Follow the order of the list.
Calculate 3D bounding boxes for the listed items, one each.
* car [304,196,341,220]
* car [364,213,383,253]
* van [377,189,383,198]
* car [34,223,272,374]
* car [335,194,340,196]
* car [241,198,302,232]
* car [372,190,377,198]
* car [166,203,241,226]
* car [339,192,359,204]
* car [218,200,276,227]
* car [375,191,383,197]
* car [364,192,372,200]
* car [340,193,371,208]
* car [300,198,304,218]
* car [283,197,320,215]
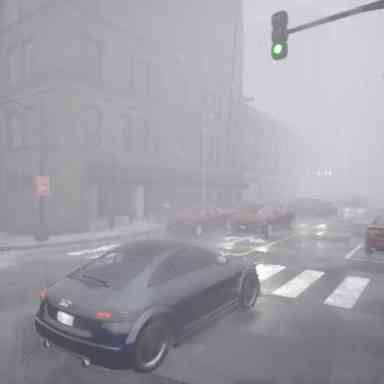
[{"bbox_3d":[9.569,1.257,25.151,1.994,1.385,4.181,0,1,35],"label":"car"},{"bbox_3d":[7.436,1.411,12.037,1.887,1.381,4.507,1,1,35],"label":"car"},{"bbox_3d":[42.011,0.372,75.267,1.690,1.788,3.998,1,1,35],"label":"van"},{"bbox_3d":[-0.421,1.525,5.784,1.994,1.385,4.181,0,1,35],"label":"car"},{"bbox_3d":[19.654,0.986,43.885,1.887,1.381,4.507,1,1,35],"label":"car"},{"bbox_3d":[3.720,1.286,16.943,1.882,1.535,5.008,0,1,36],"label":"car"},{"bbox_3d":[32.428,0.753,61.820,2.008,1.369,4.403,1,1,35],"label":"car"},{"bbox_3d":[0.492,1.357,16.982,1.887,1.381,4.507,1,2,35],"label":"car"},{"bbox_3d":[22.848,0.821,48.366,1.967,1.590,4.097,1,1,35],"label":"car"},{"bbox_3d":[3.686,1.295,21.466,1.887,1.381,4.507,1,2,35],"label":"car"},{"bbox_3d":[45.103,0.503,79.615,1.752,1.417,4.829,1,1,35],"label":"car"},{"bbox_3d":[29.235,0.806,57.336,1.887,1.381,4.507,1,1,35],"label":"car"},{"bbox_3d":[18.460,1.086,37.590,1.994,1.385,4.181,0,1,36],"label":"car"},{"bbox_3d":[6.879,1.232,25.950,1.887,1.381,4.507,1,2,35],"label":"car"},{"bbox_3d":[10.073,1.191,30.434,1.947,1.339,4.313,1,1,35],"label":"car"}]
